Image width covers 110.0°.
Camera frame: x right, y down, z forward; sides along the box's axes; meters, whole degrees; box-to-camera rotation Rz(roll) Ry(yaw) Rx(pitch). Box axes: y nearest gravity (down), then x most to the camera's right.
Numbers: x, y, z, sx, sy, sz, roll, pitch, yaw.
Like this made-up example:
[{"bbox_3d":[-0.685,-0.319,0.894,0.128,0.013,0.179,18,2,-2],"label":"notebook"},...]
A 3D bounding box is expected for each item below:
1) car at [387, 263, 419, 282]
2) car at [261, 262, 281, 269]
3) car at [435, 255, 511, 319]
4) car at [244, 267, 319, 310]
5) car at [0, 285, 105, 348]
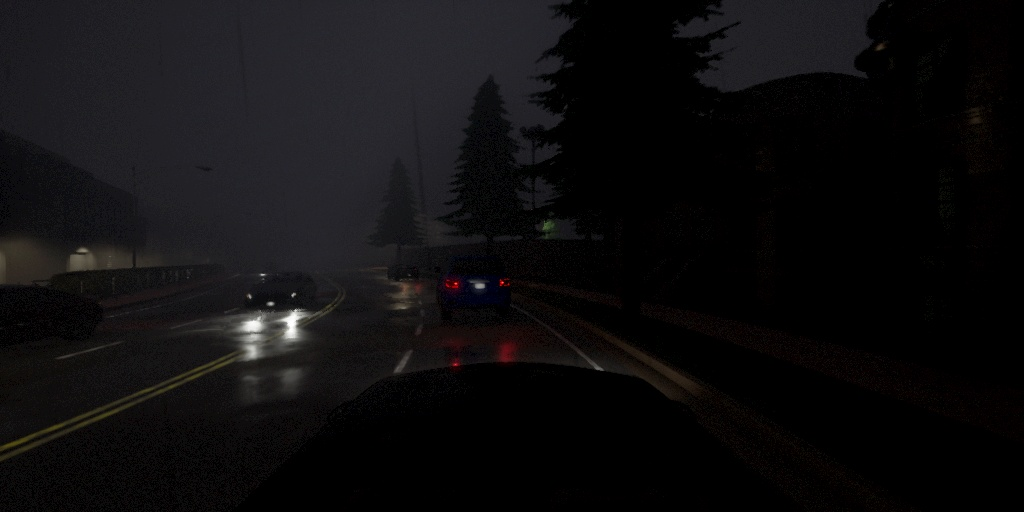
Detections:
[{"bbox_3d":[-9.277,1.314,30.381,2.128,1.511,4.902,0,0,-30],"label":"car"},{"bbox_3d":[-32.321,1.542,48.220,1.837,1.490,4.892,0,0,-31],"label":"car"},{"bbox_3d":[-1.575,0.982,13.174,2.150,2.045,5.566,0,0,-14],"label":"car"},{"bbox_3d":[-9.773,1.377,15.658,2.033,1.411,5.357,0,0,-20],"label":"car"},{"bbox_3d":[-11.248,1.370,7.430,1.812,1.442,4.674,0,0,-11],"label":"car"}]
